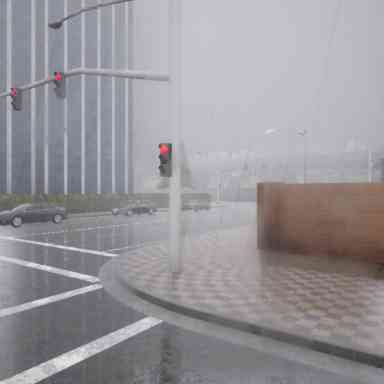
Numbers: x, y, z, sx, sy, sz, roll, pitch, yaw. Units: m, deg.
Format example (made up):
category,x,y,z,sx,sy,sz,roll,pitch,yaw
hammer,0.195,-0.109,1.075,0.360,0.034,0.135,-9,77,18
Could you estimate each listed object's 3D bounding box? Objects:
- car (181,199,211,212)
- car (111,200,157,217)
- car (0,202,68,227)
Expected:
category,x,y,z,sx,sy,sz,roll,pitch,yaw
car,0.465,1.564,39.084,1.994,1.385,4.181,0,0,35
car,-5.313,1.492,30.980,2.128,1.511,4.902,0,0,35
car,-11.024,1.505,22.952,1.837,1.490,4.892,0,0,35
